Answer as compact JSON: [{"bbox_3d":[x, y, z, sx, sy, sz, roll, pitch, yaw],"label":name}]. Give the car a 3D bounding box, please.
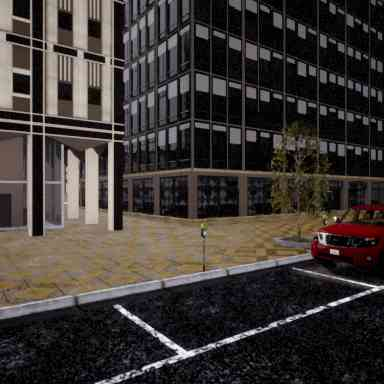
[{"bbox_3d":[5.917,1.314,10.516,5.009,1.841,2.192,0,0,-36],"label":"car"}]
